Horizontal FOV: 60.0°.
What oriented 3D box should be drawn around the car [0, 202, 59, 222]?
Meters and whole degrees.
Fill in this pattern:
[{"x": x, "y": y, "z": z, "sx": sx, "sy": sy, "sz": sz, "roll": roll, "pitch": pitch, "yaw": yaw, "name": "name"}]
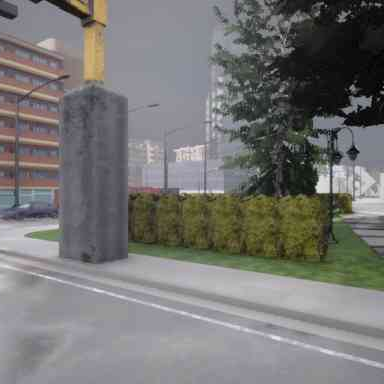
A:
[{"x": -12.633, "y": 1.525, "z": 26.432, "sx": 1.812, "sy": 1.442, "sz": 4.674, "roll": 0, "pitch": 0, "yaw": 36, "name": "car"}]
